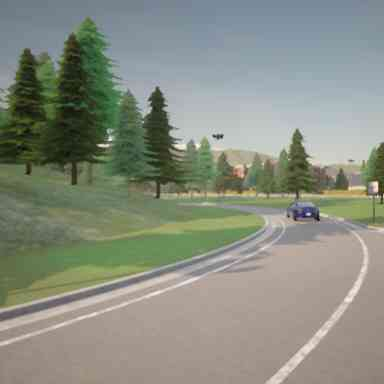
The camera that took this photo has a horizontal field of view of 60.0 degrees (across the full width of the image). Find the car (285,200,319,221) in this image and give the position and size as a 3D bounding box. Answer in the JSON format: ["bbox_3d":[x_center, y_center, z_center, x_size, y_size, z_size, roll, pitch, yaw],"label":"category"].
[{"bbox_3d":[8.328,1.367,25.283,1.812,1.442,4.674,0,0,7],"label":"car"}]
